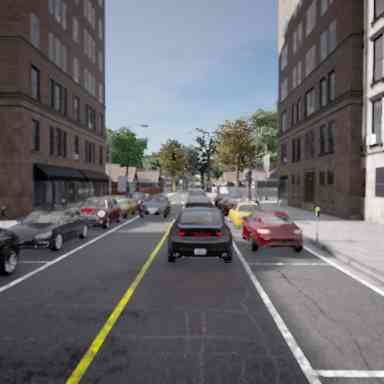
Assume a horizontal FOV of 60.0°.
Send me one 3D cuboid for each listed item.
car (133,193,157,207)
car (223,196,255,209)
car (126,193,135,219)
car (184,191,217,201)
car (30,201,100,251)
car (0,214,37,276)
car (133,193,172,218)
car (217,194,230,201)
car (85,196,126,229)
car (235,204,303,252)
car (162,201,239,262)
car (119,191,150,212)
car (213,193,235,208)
[{"bbox_3d":[-4.809,0.807,34.480,1.802,1.307,4.206,0,1,1],"label":"car"},{"bbox_3d":[2.919,1.133,17.958,1.752,1.417,4.829,0,1,1],"label":"car"},{"bbox_3d":[-5.011,0.993,23.276,1.752,1.417,4.829,0,1,1],"label":"car"},{"bbox_3d":[0.475,0.967,23.037,1.882,1.535,5.008,0,1,1],"label":"car"},{"bbox_3d":[-5.206,1.254,12.413,2.008,1.369,4.403,0,1,1],"label":"car"},{"bbox_3d":[-5.306,1.392,6.897,1.947,1.339,4.313,0,1,1],"label":"car"},{"bbox_3d":[-2.463,0.964,23.390,2.128,1.511,4.902,0,1,1],"label":"car"},{"bbox_3d":[3.016,1.036,23.305,1.887,1.381,4.507,0,1,1],"label":"car"},{"bbox_3d":[-5.107,1.023,17.927,1.967,1.590,4.097,0,1,1],"label":"car"},{"bbox_3d":[2.817,1.314,12.273,1.802,1.307,4.206,0,1,1],"label":"car"},{"bbox_3d":[0.256,1.255,11.021,1.837,1.490,4.892,0,1,1],"label":"car"},{"bbox_3d":[-4.908,0.784,28.960,1.967,1.590,4.097,0,1,1],"label":"car"},{"bbox_3d":[3.215,0.819,34.337,1.947,1.339,4.313,0,1,1],"label":"car"}]
